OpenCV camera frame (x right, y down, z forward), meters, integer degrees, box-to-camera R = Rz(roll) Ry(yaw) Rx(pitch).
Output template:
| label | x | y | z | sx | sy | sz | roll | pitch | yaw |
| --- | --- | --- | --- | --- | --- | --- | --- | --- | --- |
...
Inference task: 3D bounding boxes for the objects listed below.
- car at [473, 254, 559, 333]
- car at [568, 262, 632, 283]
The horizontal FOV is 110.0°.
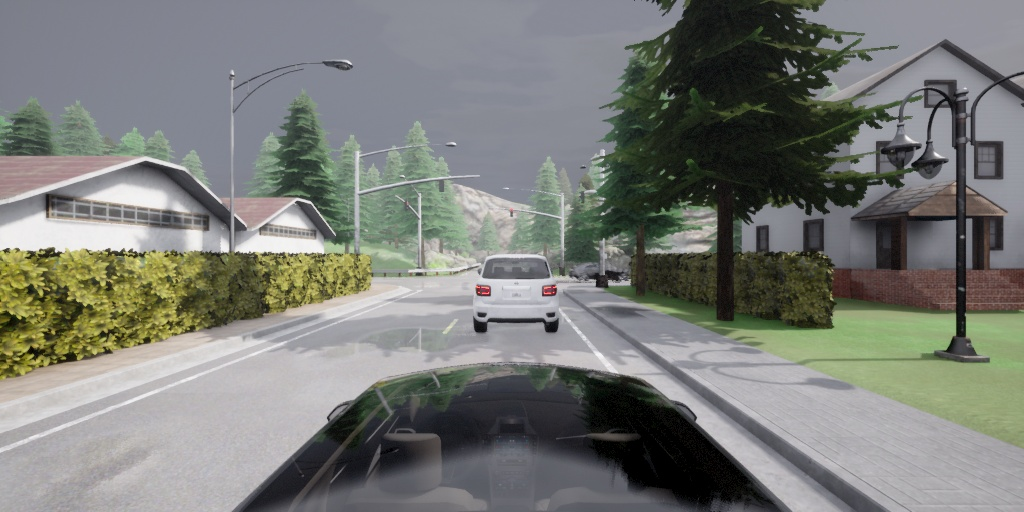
| label | x | y | z | sx | sy | sz | roll | pitch | yaw |
| --- | --- | --- | --- | --- | --- | --- | --- | --- | --- |
| car | 0.106 | 0.971 | 10.912 | 2.150 | 2.045 | 5.566 | 0 | 0 | 0 |
| car | 6.673 | 1.225 | 26.969 | 4.902 | 1.511 | 2.128 | 0 | 0 | 0 |
